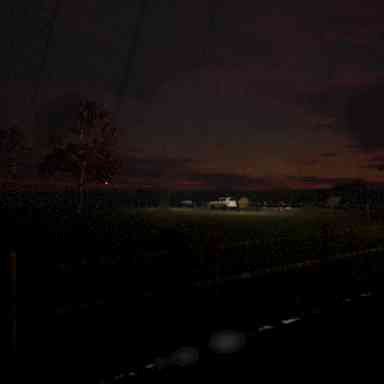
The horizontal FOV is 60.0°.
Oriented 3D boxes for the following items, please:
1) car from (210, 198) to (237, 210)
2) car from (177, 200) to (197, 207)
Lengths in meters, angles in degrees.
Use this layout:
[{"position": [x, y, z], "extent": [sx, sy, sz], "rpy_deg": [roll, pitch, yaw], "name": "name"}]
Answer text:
[{"position": [5.541, 2.077, 59.627], "extent": [2.150, 2.045, 5.566], "rpy_deg": [0, -2, -37], "name": "car"}, {"position": [-1.125, 2.474, 69.440], "extent": [2.033, 1.411, 5.357], "rpy_deg": [0, -1, -34], "name": "car"}]
